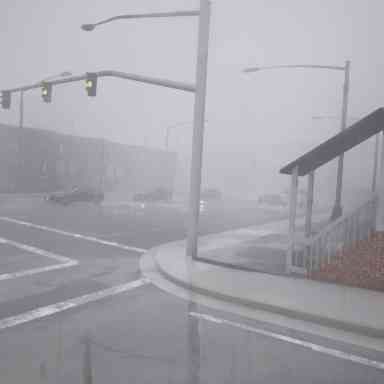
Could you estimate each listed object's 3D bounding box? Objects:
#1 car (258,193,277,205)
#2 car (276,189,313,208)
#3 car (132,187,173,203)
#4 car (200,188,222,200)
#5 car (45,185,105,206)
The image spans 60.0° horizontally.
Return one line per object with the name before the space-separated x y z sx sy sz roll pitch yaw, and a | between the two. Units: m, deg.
car | 9.691 0.787 40.735 1.994 1.385 4.181 5 3 36
car | 12.082 0.680 38.037 2.150 2.045 5.566 5 3 36
car | -3.942 0.244 34.081 1.837 1.490 4.892 5 3 36
car | 1.996 0.247 42.297 1.837 1.490 4.892 5 3 36
car | -9.284 0.228 26.668 2.128 1.511 4.902 5 3 36
